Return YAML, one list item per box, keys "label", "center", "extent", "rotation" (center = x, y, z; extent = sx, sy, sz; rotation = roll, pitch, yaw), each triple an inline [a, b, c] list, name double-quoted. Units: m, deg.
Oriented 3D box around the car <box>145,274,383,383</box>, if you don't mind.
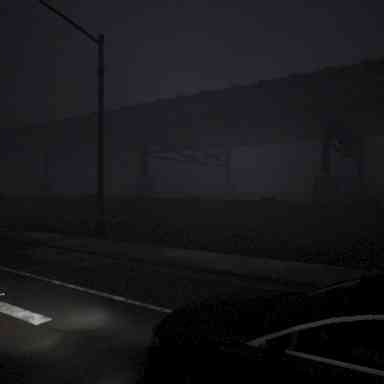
- label: "car"
  center: [1.756, 1.492, 2.739]
  extent: [4.902, 1.511, 2.128]
  rotation: [-1, 0, 36]
